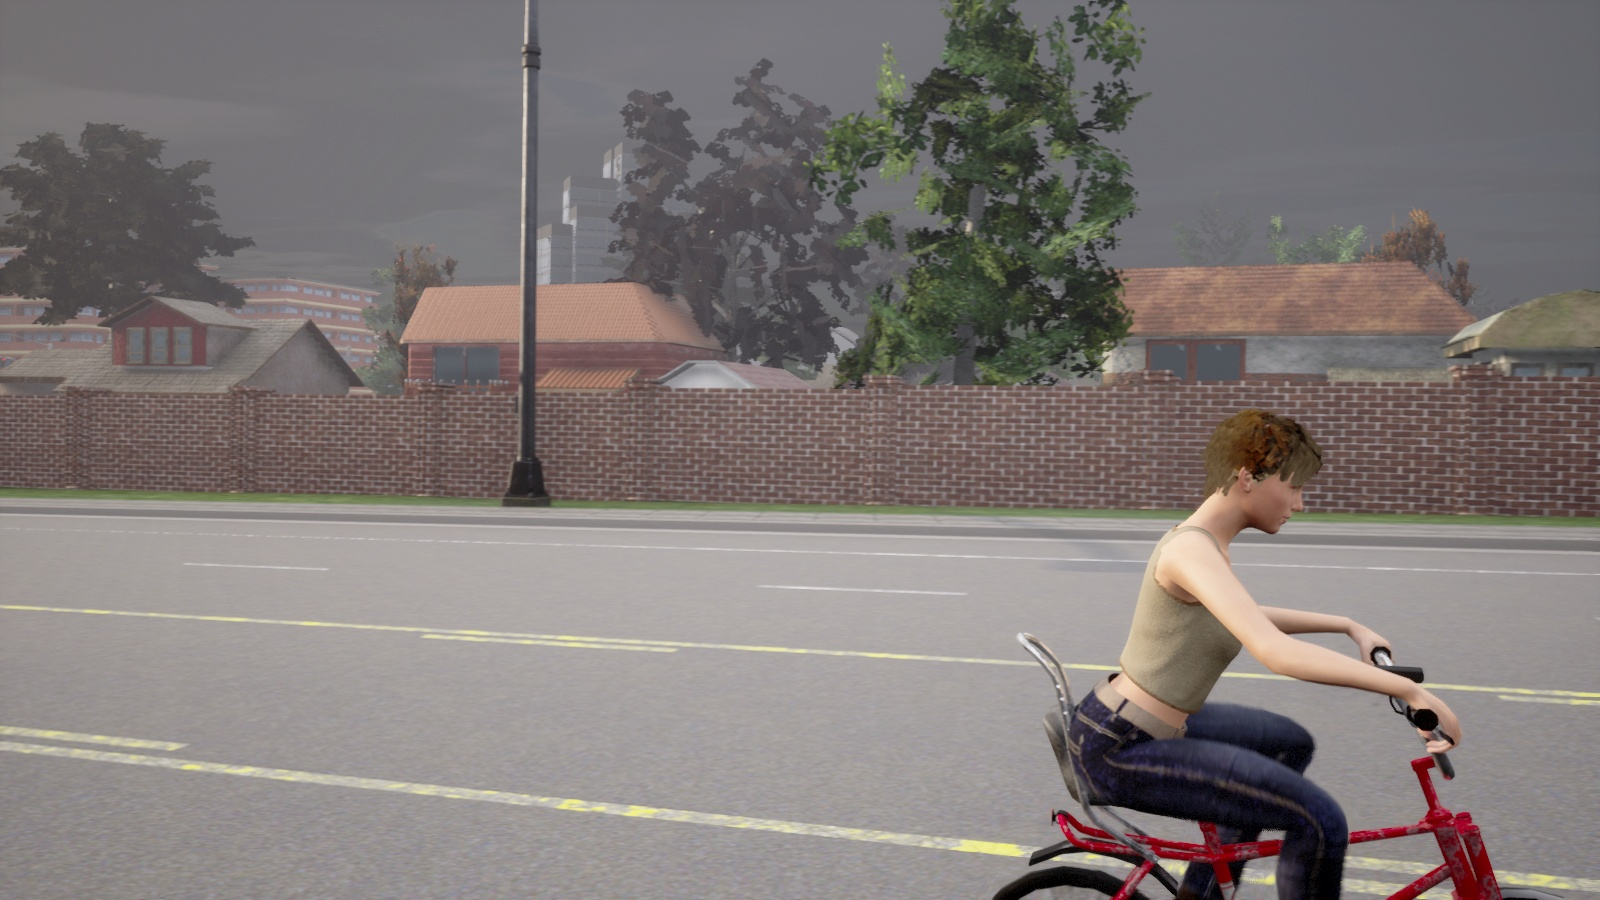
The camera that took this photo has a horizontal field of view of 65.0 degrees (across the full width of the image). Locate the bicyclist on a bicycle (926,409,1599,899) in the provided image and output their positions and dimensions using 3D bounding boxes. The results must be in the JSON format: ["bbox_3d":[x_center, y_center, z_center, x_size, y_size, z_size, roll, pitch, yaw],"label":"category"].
[{"bbox_3d":[1.119,0.722,2.812,1.509,1.612,0.866,1,1,18],"label":"bicyclist on a bicycle"}]
